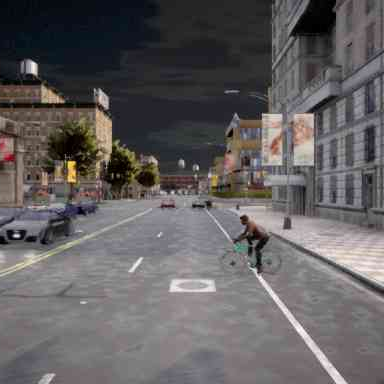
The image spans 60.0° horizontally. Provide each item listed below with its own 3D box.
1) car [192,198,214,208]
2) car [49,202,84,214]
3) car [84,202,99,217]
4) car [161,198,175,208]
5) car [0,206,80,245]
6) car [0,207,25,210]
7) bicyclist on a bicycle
[{"bbox_3d":[1.610,1.564,47.797,1.994,1.385,4.181,0,0,24],"label":"car"},{"bbox_3d":[-10.397,1.528,26.177,1.812,1.442,4.674,0,0,0],"label":"car"},{"bbox_3d":[-10.488,1.601,31.960,1.895,1.301,4.718,0,0,0],"label":"car"},{"bbox_3d":[-3.482,1.564,48.301,1.994,1.385,4.181,0,0,-2],"label":"car"},{"bbox_3d":[-7.023,1.564,15.320,1.994,1.385,4.181,0,0,0],"label":"car"},{"bbox_3d":[-10.526,1.547,19.059,2.033,1.411,5.357,0,0,0],"label":"car"},{"bbox_3d":[1.584,1.444,8.981,1.656,1.620,0.582,-1,0,0],"label":"bicyclist on a bicycle"}]
